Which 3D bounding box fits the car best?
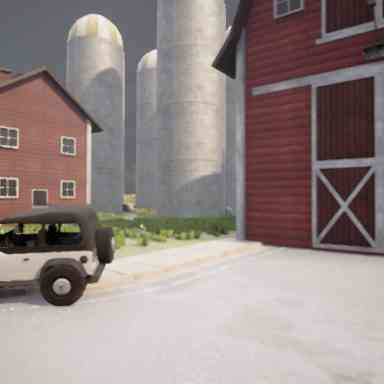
[{"bbox_3d":[-3.706,1.312,7.332,3.866,1.878,1.905,-2,5,-7],"label":"car"}]
